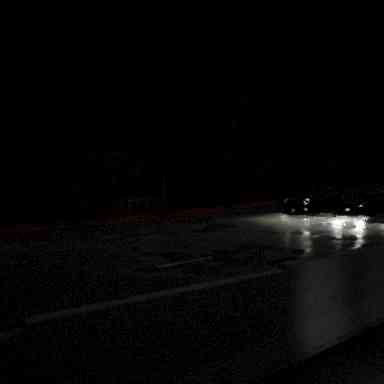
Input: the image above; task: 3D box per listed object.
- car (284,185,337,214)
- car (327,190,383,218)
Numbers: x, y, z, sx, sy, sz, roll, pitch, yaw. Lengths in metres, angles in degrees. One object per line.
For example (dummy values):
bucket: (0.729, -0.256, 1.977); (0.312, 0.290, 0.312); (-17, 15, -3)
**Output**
car: (8.342, 0.436, 22.843); (4.553, 1.767, 2.097); (-6, 3, -35)
car: (10.436, 0.642, 20.037); (4.181, 1.385, 1.994); (-6, 3, -35)
